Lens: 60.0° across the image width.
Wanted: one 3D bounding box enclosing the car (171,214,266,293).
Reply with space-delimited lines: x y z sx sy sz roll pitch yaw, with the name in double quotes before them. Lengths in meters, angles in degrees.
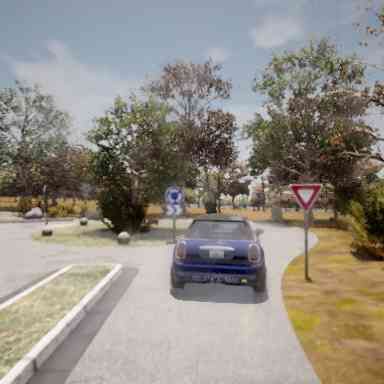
"car" 0.883 1.387 9.140 2.097 1.767 4.553 1 -1 10
